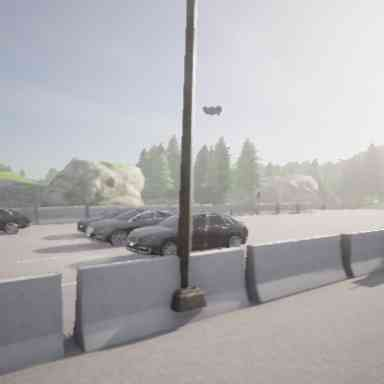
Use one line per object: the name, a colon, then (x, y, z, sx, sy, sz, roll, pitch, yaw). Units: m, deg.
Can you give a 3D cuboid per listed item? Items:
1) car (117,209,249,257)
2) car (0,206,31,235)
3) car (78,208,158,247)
car: (-0.025, 1.527, 12.484, 4.892, 1.490, 1.837, 1, -1, -35)
car: (-11.167, 1.508, 17.490, 4.892, 1.490, 1.837, 1, 0, -35)
car: (-2.278, 1.511, 15.180, 4.902, 1.511, 2.128, 0, 0, -35)
